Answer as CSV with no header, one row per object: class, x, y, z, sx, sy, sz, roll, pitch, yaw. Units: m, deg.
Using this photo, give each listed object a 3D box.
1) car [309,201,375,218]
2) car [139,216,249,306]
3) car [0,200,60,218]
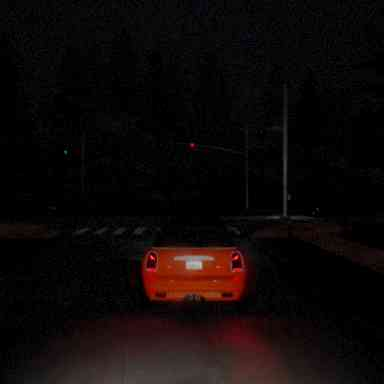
car,12.241,1.435,27.434,4.718,1.301,1.895,0,0,0
car,0.048,1.351,8.194,2.097,1.767,4.553,0,0,0
car,-13.901,1.381,27.711,5.357,1.411,2.033,0,0,-4
